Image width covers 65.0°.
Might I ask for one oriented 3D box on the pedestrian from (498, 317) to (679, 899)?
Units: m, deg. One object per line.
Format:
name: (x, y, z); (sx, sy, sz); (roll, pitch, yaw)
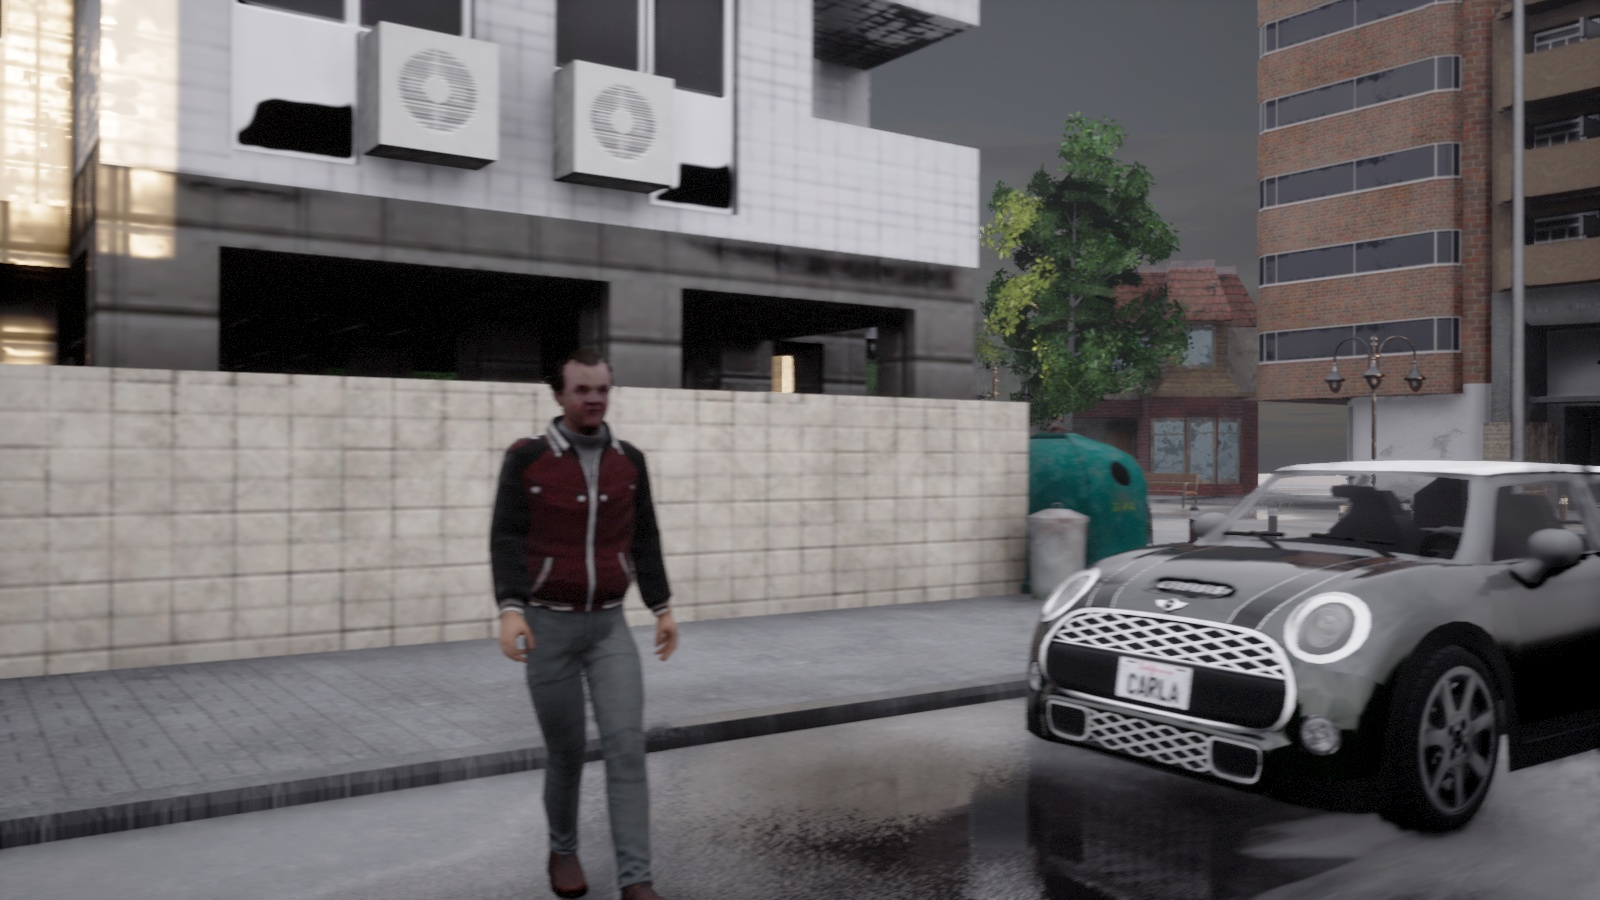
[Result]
pedestrian: (-0.685, 0.549, 3.969); (0.376, 1.854, 0.720); (0, 0, -26)

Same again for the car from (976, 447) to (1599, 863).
car: (2.978, 0.733, 6.340); (3.806, 1.475, 1.970); (0, 0, -34)
